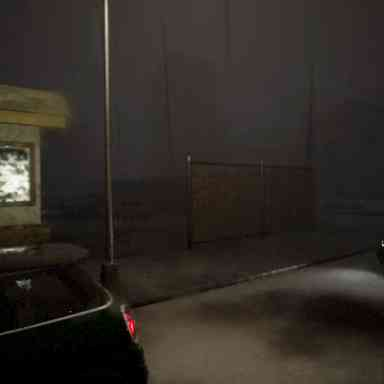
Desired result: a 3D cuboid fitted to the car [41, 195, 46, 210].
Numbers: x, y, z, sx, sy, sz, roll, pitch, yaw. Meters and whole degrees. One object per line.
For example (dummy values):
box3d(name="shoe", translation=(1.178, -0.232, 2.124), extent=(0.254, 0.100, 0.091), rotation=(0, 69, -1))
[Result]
box3d(name="car", translation=(-14.875, 1.326, 37.745), extent=(5.357, 1.415, 2.033), rotation=(-1, 1, -36))

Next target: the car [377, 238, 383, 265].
box3d(name="car", translation=(7.269, 1.351, 9.686), extent=(4.674, 1.442, 1.812), rotation=(-1, 1, -36))

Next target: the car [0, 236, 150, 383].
box3d(name="car", translation=(-2.719, 1.363, 2.648), extent=(4.553, 1.767, 2.097), rotation=(-1, 1, -35))

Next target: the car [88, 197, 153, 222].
box3d(name="car", translation=(-4.854, 1.267, 23.694), extent=(4.193, 1.474, 1.816), rotation=(-1, 1, -36))

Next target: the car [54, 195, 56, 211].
box3d(name="car", translation=(-11.816, 1.258, 34.180), extent=(3.633, 1.501, 1.845), rotation=(-1, 1, -36))

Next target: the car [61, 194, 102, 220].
box3d(name="car", translation=(-7.300, 1.211, 25.843), extent=(4.611, 1.667, 2.242), rotation=(-1, 1, -36))

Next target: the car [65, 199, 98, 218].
box3d(name="car", translation=(-9.035, 1.324, 27.219), extent=(2.207, 1.379, 1.481), rotation=(-1, 1, -36))

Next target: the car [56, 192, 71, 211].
box3d(name="car", translation=(-9.594, 1.101, 29.478), extent=(3.866, 1.878, 1.905), rotation=(-1, 1, -36))

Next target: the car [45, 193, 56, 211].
box3d(name="car", translation=(-14.873, 1.257, 37.467), extent=(1.789, 1.547, 3.705), rotation=(-1, 1, -36))
